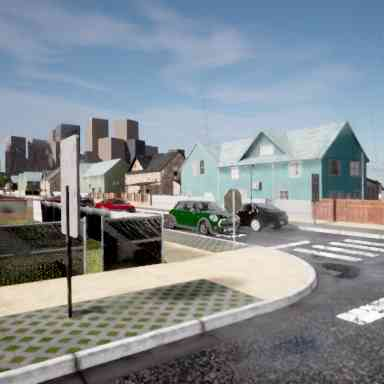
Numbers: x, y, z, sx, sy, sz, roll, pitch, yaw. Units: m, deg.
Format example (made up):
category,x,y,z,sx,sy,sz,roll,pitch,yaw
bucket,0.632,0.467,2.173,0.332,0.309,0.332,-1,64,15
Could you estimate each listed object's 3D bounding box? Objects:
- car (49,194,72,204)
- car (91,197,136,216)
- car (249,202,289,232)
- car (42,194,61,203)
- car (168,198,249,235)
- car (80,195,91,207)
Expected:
category,x,y,z,sx,sy,sz,roll,pitch,yaw
car,-20.514,1.042,51.818,2.128,1.511,4.902,-1,1,-36
car,-6.429,1.285,27.825,1.882,1.535,5.008,-1,1,-36
car,3.290,1.370,19.403,1.837,1.490,4.892,-1,1,-36
car,-18.514,1.247,44.415,1.895,1.301,4.718,-1,1,-36
car,0.588,1.253,18.264,2.097,1.767,4.553,-1,1,-36
car,-14.363,1.122,43.514,2.128,1.511,4.902,-1,1,-36
